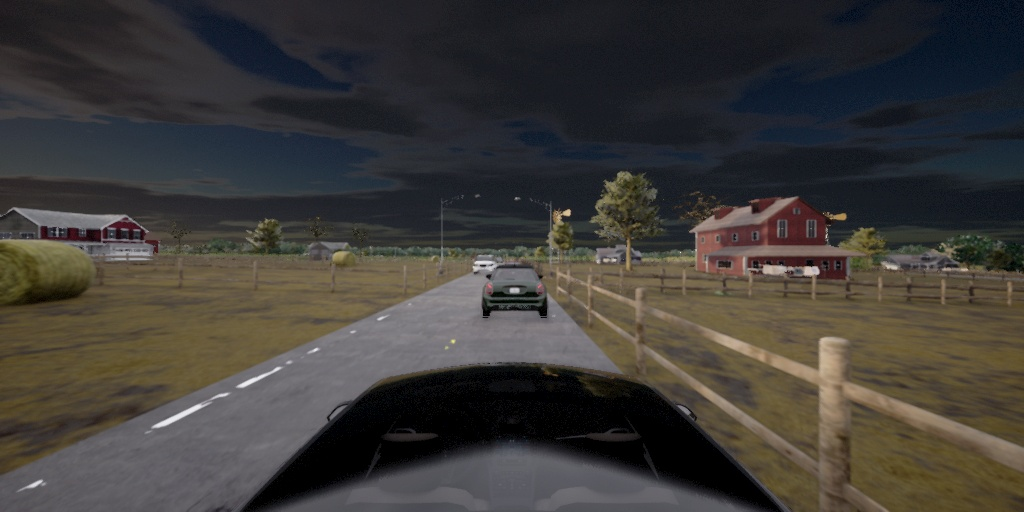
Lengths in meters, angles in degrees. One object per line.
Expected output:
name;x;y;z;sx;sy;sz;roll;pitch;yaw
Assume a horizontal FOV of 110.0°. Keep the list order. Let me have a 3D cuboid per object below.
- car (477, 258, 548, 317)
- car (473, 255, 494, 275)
car;0.086;1.067;13.070;2.097;1.767;4.553;0;0;0
car;-2.857;0.898;38.121;2.150;2.045;5.566;0;0;0
